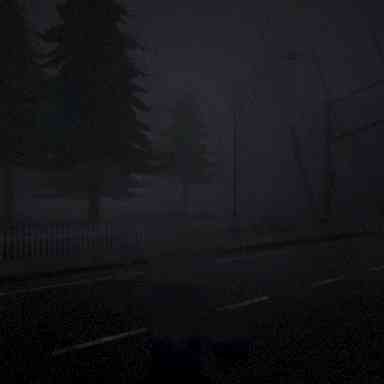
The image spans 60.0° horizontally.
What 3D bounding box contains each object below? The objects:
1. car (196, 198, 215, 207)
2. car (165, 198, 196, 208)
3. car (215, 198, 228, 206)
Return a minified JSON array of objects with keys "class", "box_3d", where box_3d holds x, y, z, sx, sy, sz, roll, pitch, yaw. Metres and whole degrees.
[{"class":"car","box_3d":[0.909,1.704,54.900,2.033,1.411,5.357,0,0,-34]},{"class":"car","box_3d":[-2.038,1.613,46.674,2.128,1.511,4.902,0,0,-34]},{"class":"car","box_3d":[3.808,1.721,56.861,2.033,1.411,5.357,0,0,-34]}]
